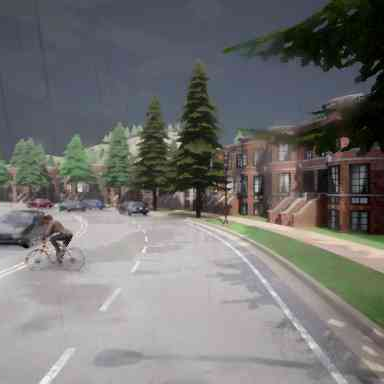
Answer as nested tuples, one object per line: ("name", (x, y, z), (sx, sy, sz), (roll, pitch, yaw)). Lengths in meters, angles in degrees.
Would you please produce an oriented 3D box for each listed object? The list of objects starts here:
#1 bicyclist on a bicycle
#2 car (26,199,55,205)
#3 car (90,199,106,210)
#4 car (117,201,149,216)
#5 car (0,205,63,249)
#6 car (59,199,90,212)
("bicyclist on a bicycle", (-3.833, 1.455, 9.292), (1.656, 1.620, 0.582), (-2, 0, 0))
("car", (-20.748, 1.601, 45.333), (4.718, 1.301, 1.895), (0, 0, 39))
("car", (-13.021, 1.547, 42.725), (2.033, 1.411, 5.357), (0, 0, -42))
("car", (-5.825, 1.548, 32.455), (2.033, 1.411, 5.357), (0, 0, -28))
("car", (-7.564, 1.547, 14.792), (2.033, 1.411, 5.357), (0, 0, -8))
("car", (-13.801, 1.564, 38.150), (1.994, 1.385, 4.181), (0, 0, -38))
